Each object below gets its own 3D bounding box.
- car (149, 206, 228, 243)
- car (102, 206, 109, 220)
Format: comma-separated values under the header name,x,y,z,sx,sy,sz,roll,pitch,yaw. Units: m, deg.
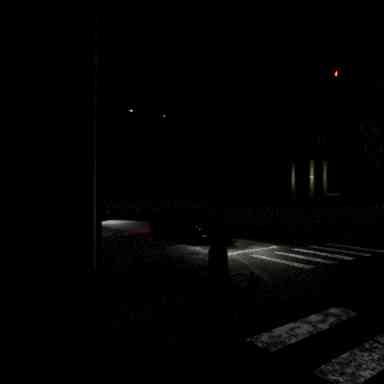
name,x,y,z,sx,sy,sz,roll,pitch,yaw
car,-0.316,1.482,16.431,1.882,1.535,5.008,0,0,-36
car,-8.476,1.533,27.726,1.812,1.442,4.674,0,0,-36
